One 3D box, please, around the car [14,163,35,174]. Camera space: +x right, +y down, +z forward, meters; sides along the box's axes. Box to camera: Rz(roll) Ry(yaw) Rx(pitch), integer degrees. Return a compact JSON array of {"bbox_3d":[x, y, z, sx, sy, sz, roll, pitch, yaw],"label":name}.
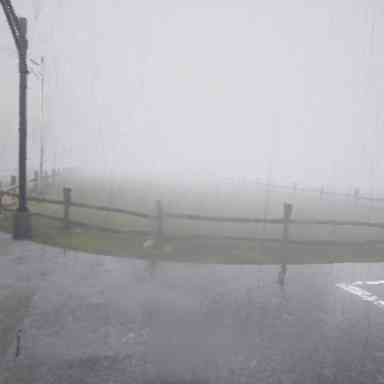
[{"bbox_3d":[-25.389,-3.650,50.532,2.097,1.767,4.553,1,4,-14],"label":"car"}]
